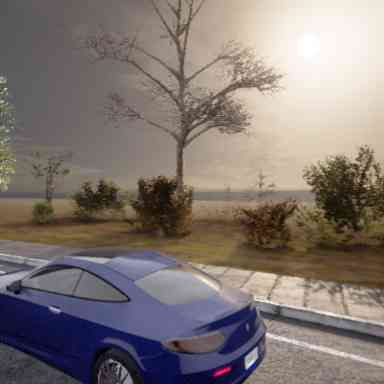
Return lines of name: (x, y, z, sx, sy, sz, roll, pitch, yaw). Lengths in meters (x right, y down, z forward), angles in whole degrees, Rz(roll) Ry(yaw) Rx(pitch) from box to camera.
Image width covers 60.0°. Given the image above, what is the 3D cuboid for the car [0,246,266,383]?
car: (-1.309, 1.517, 4.672, 4.674, 1.442, 1.812, 0, 0, 34)
